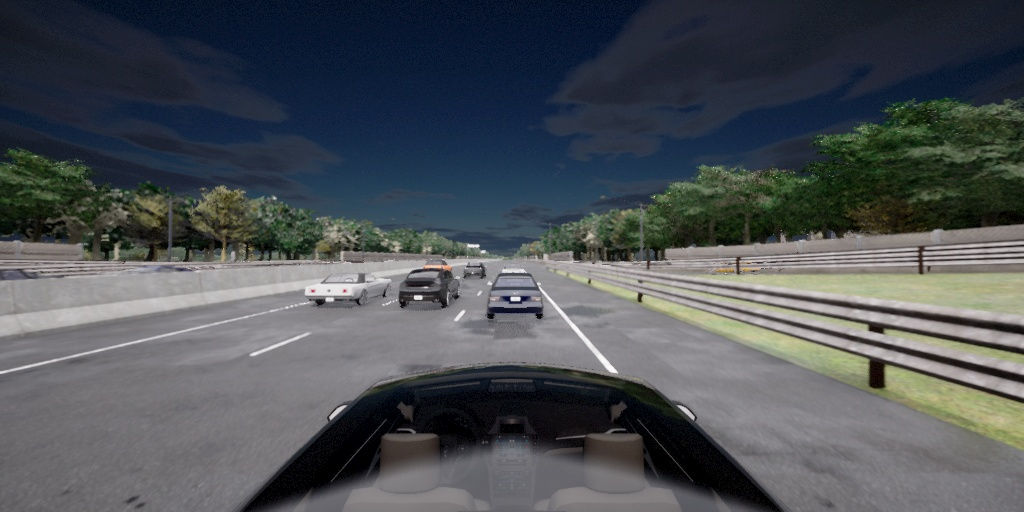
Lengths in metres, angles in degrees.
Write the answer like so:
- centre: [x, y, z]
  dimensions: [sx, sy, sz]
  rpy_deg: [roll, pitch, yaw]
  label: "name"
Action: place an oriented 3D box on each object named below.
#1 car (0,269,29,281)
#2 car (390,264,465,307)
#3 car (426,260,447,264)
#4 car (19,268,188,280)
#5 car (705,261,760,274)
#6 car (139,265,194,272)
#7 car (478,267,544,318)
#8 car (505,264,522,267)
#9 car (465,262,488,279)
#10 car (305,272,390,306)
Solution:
- centre: [-24.599, 1.310, 16.661]
  dimensions: [2.033, 1.411, 5.357]
  rpy_deg: [0, 0, 0]
  label: "car"
- centre: [-3.400, 1.266, 15.425]
  dimensions: [1.837, 1.490, 4.892]
  rpy_deg: [0, 0, 0]
  label: "car"
- centre: [-6.899, 1.144, 33.388]
  dimensions: [2.097, 1.767, 4.553]
  rpy_deg: [0, 0, 0]
  label: "car"
- centre: [-17.599, 1.362, 15.929]
  dimensions: [1.895, 1.301, 4.718]
  rpy_deg: [0, 0, 0]
  label: "car"
- centre: [21.145, 0.965, 34.667]
  dimensions: [1.882, 1.535, 5.008]
  rpy_deg: [0, -3, -18]
  label: "car"
- centre: [-21.108, 1.294, 21.112]
  dimensions: [1.812, 1.442, 4.674]
  rpy_deg: [0, 0, 0]
  label: "car"
- centre: [0.100, 1.306, 13.017]
  dimensions: [2.033, 1.411, 5.357]
  rpy_deg: [0, 0, 0]
  label: "car"
- centre: [0.094, 1.390, 32.097]
  dimensions: [1.895, 1.301, 4.718]
  rpy_deg: [0, 0, 0]
  label: "car"
- centre: [-3.399, 1.284, 33.633]
  dimensions: [2.128, 1.511, 4.902]
  rpy_deg: [0, 0, 0]
  label: "car"
- centre: [-6.900, 1.362, 15.818]
  dimensions: [1.895, 1.301, 4.718]
  rpy_deg: [0, 0, 0]
  label: "car"
